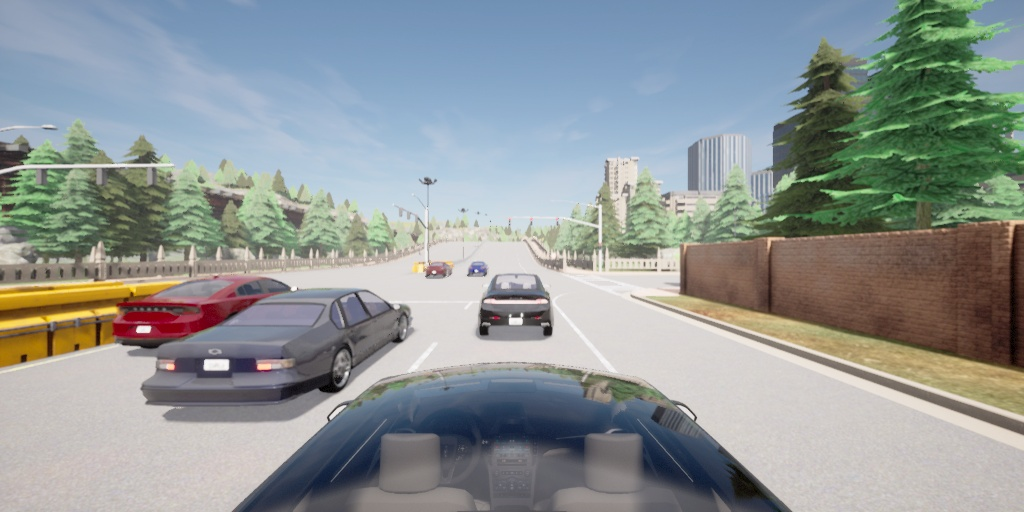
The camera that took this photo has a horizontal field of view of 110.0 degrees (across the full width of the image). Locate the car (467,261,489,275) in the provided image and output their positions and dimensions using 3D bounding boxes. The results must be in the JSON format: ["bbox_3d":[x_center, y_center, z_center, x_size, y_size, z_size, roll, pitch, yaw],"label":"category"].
[{"bbox_3d":[-3.406,1.268,36.691,1.812,1.442,4.674,0,0,0],"label":"car"}]

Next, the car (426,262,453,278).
[{"bbox_3d":[-6.906,1.268,34.087,1.812,1.442,4.674,0,0,0],"label":"car"}]

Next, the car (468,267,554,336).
[{"bbox_3d":[0.127,1.240,10.377,2.128,1.511,4.902,0,0,1],"label":"car"}]

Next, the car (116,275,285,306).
[{"bbox_3d":[-6.901,1.226,9.192,1.882,1.535,5.008,0,0,0],"label":"car"}]

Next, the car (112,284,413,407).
[{"bbox_3d":[-3.400,1.296,6.629,2.033,1.411,5.357,0,0,0],"label":"car"}]
